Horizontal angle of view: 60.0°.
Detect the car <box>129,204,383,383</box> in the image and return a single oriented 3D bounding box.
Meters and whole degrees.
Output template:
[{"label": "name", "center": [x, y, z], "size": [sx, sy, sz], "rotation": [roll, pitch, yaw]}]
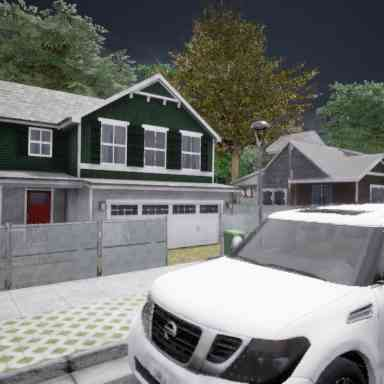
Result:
[{"label": "car", "center": [1.973, 1.222, 4.488], "size": [5.566, 2.045, 2.150], "rotation": [0, 0, -36]}]
